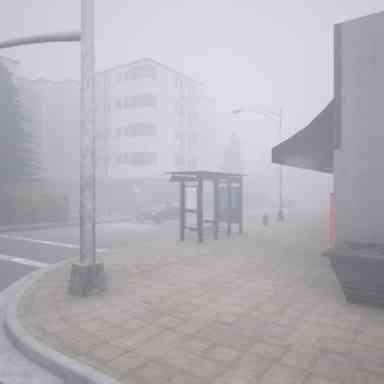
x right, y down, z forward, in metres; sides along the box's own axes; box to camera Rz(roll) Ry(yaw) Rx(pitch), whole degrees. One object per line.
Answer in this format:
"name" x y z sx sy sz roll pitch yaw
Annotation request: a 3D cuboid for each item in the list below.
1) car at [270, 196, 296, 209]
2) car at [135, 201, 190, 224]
"car" 11.351 1.323 41.264 1.837 1.490 4.892 0 -1 36
"car" -1.842 1.341 23.001 1.812 1.442 4.674 0 0 36
